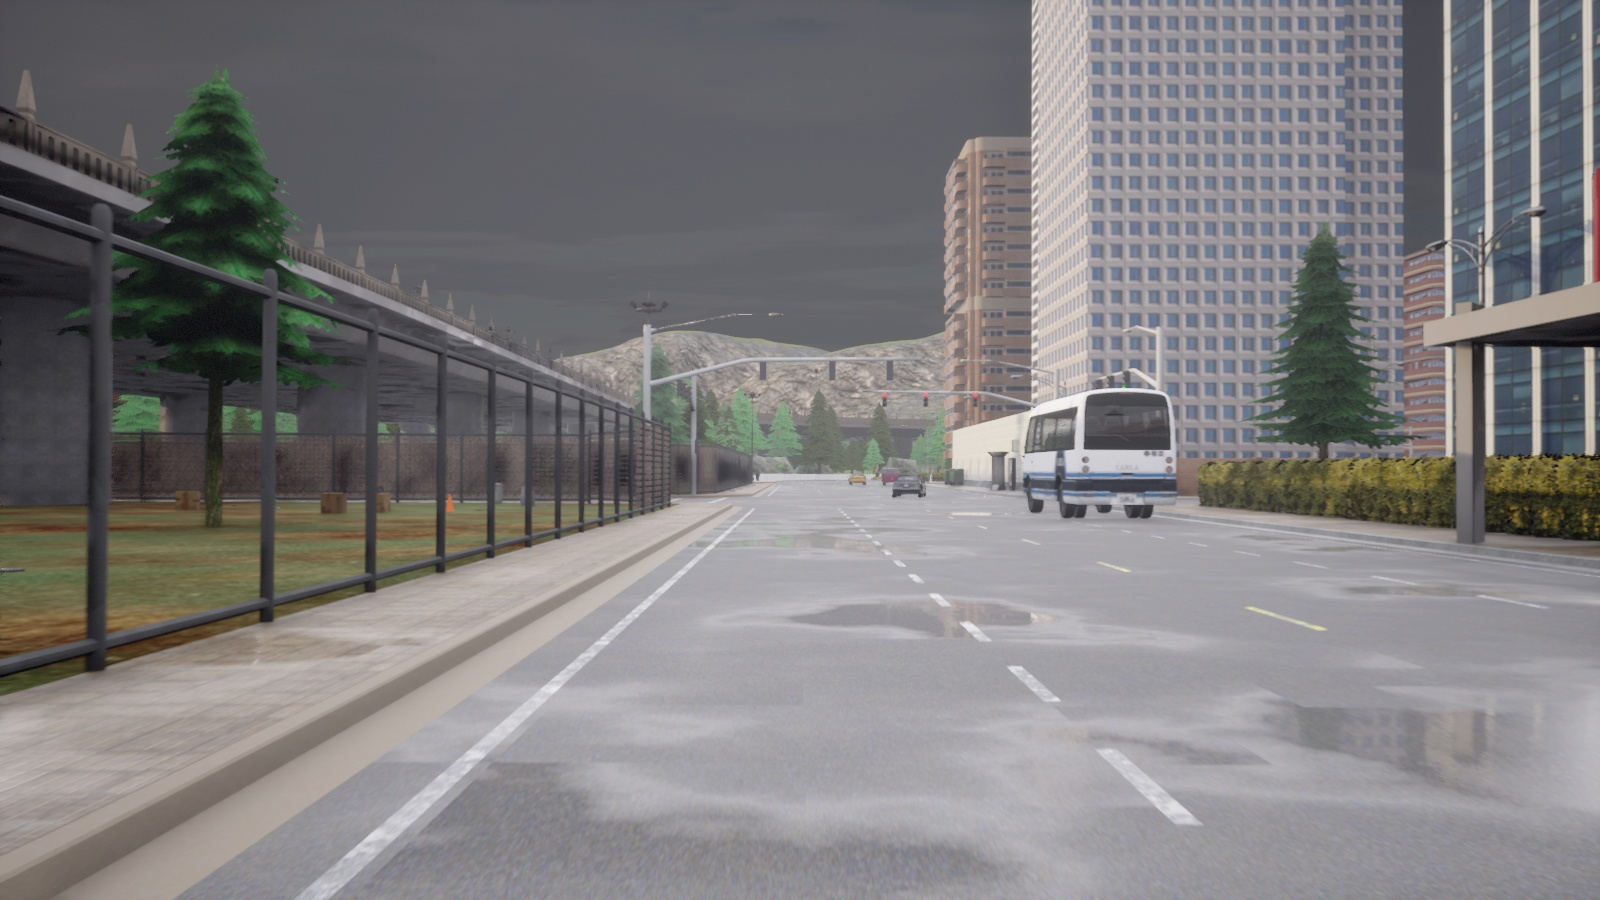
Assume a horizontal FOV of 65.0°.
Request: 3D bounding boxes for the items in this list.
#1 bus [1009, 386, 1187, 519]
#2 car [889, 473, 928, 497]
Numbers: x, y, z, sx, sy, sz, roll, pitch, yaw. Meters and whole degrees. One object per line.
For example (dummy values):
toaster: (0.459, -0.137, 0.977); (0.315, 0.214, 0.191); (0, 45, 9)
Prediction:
bus: (10.383, 0.155, 45.330); (3.944, 4.253, 10.273); (0, -1, 0)
car: (6.701, 2.130, 76.959); (2.033, 1.411, 5.357); (0, -1, 8)
